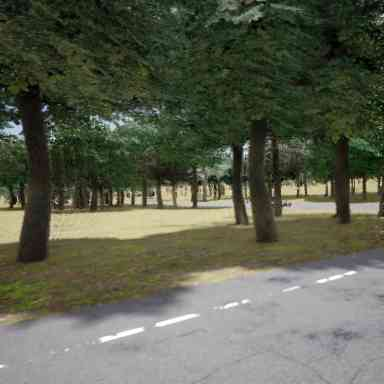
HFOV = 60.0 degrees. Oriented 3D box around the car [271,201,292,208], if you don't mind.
[{"bbox_3d":[19.908,2.746,74.081,1.895,1.301,4.718,-4,1,-36],"label":"car"}]
